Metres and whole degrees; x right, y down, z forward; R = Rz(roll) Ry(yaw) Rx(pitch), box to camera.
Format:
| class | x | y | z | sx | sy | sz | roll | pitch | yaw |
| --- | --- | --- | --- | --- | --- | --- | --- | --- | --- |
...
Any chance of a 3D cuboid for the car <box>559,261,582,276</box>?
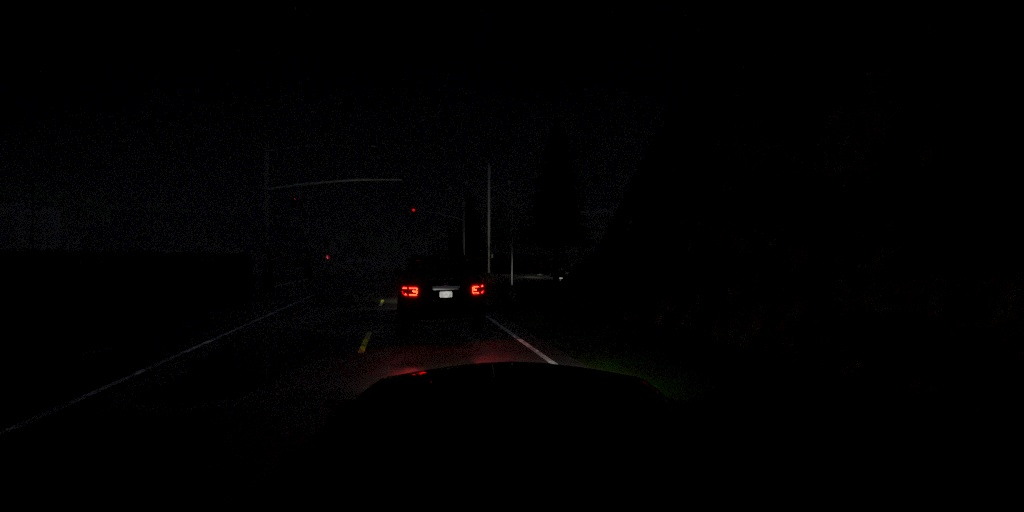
| class | x | y | z | sx | sy | sz | roll | pitch | yaw |
| --- | --- | --- | --- | --- | --- | --- | --- | --- | --- |
| car | 6.499 | 1.228 | 35.347 | 5.008 | 1.535 | 1.882 | 0 | 0 | -19 |

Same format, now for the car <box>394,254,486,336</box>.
| class | x | y | z | sx | sy | sz | roll | pitch | yaw |
| --- | --- | --- | --- | --- | --- | --- | --- | --- | --- |
| car | -2.278 | 0.971 | 10.763 | 2.150 | 2.045 | 5.566 | 0 | 0 | -17 |
